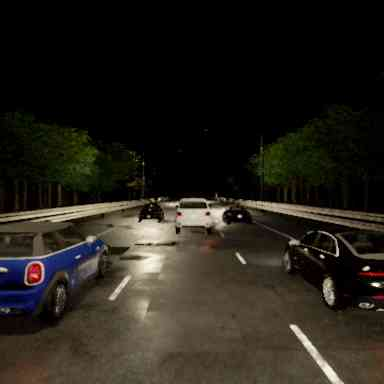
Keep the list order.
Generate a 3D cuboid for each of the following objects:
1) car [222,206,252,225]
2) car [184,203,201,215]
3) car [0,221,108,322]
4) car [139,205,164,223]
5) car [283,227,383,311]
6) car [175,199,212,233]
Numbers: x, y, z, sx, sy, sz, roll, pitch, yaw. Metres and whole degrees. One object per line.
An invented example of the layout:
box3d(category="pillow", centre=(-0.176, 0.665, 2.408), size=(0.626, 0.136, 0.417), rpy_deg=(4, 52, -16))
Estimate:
box3d(category="car", centre=(3.582, 1.824, 26.942), size=(1.994, 1.385, 4.181), rpy_deg=(0, 0, 0))
box3d(category="car", centre=(0.074, 1.959, 39.500), size=(1.895, 1.301, 4.718), rpy_deg=(0, 0, 0))
box3d(category="car", centre=(-3.402, 1.440, 7.587), size=(2.097, 1.767, 4.553), rpy_deg=(0, -1, 0))
box3d(category="car", centre=(-3.416, 1.799, 28.448), size=(1.812, 1.442, 4.674), rpy_deg=(0, 0, 0))
box3d(category="car", centre=(3.598, 1.595, 7.936), size=(1.837, 1.490, 4.892), rpy_deg=(0, -1, 0))
box3d(category="car", centre=(0.088, 1.436, 21.322), size=(2.150, 2.045, 5.566), rpy_deg=(0, -1, 0))
